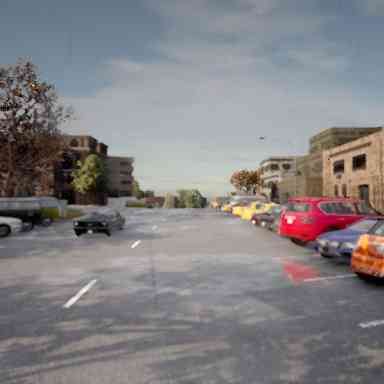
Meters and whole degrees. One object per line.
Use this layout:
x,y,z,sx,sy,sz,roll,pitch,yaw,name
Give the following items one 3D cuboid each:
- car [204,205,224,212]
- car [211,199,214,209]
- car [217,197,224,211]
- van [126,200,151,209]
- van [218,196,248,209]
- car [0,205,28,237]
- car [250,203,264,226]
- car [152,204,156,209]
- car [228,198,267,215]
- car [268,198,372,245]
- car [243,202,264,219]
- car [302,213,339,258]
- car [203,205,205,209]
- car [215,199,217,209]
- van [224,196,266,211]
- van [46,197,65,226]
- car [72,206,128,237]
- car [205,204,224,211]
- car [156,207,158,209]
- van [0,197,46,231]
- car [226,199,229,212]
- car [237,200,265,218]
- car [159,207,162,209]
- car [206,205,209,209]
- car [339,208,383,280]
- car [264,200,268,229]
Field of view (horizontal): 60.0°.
5.914,4.475,90.381,4.892,1.521,2.231,3,-6,-21,car
6.343,2.040,55.302,4.892,1.521,2.231,2,-2,-20,car
6.233,1.737,40.591,5.366,1.575,1.946,1,0,-20,car
-11.490,2.571,69.085,4.442,1.987,1.878,1,-4,-21,van
6.466,1.718,52.429,4.442,1.987,1.878,2,-3,-20,van
-11.401,1.612,17.294,4.674,1.452,2.002,-1,-1,-20,car
6.410,1.592,20.124,4.892,1.521,2.231,1,-1,-20,car
-11.653,2.992,75.032,5.566,2.045,2.435,1,-5,-21,car
6.594,1.676,31.916,5.366,1.575,1.946,1,-1,-20,car
6.446,1.303,14.271,5.566,2.045,2.435,1,-1,-20,car
6.385,1.641,23.050,4.792,1.488,2.163,1,0,-20,car
6.419,1.578,11.321,4.674,1.452,2.002,1,0,-20,car
6.062,3.732,81.614,5.008,1.535,2.097,3,-5,-21,car
6.375,1.515,43.584,5.566,2.045,2.435,1,-1,-20,car
6.307,1.493,37.678,4.442,1.987,1.878,1,0,-20,van
-11.289,1.386,23.225,4.442,1.987,1.878,-1,-1,-20,van
-5.081,1.697,18.804,1.895,1.301,4.718,0,0,0,car
5.938,4.094,87.464,4.553,1.767,2.185,3,-5,-21,car
-11.765,3.838,83.961,4.553,1.767,2.185,1,-5,-21,car
-11.506,1.368,20.192,4.442,1.987,1.878,-1,0,-20,van
6.444,1.729,34.799,4.792,1.488,2.163,1,-1,-20,car
6.593,1.632,26.055,5.366,1.575,1.946,1,-1,-20,car
-11.717,4.477,89.978,5.366,1.575,1.946,1,-6,-21,car
6.175,3.083,72.829,4.674,1.452,2.002,2,-4,-21,car
6.389,1.396,8.384,4.553,1.767,2.185,1,-1,-20,car
6.453,1.446,17.194,4.553,1.767,2.185,1,0,-20,car
